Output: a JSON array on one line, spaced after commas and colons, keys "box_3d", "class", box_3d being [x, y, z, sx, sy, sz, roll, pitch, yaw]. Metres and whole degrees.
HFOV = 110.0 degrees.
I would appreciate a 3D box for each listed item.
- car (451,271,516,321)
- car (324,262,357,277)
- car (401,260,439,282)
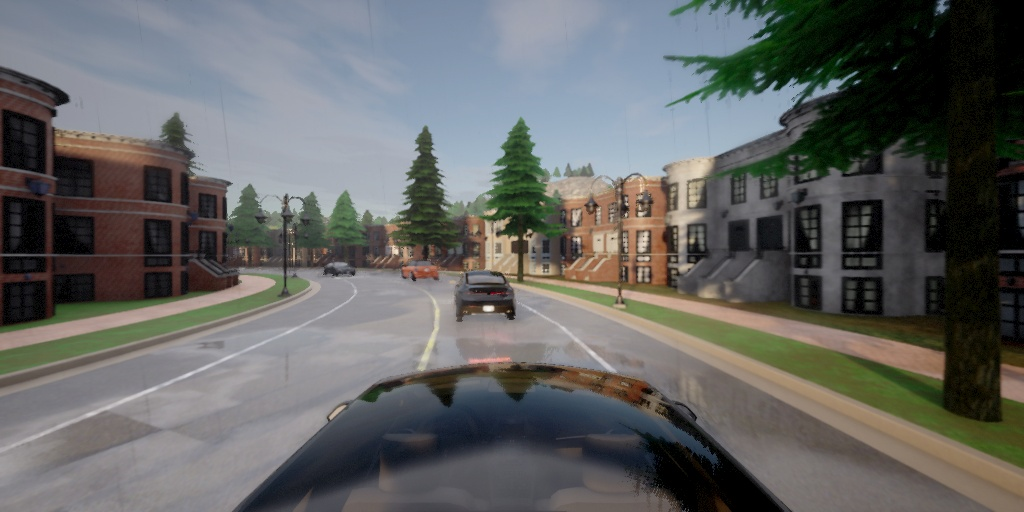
[{"box_3d": [-1.092, 1.247, 12.581, 1.837, 1.490, 4.892, 0, 0, -10], "class": "car"}, {"box_3d": [-17.276, 1.290, 35.822, 4.674, 1.442, 1.812, 0, 0, 45], "class": "car"}, {"box_3d": [-7.606, 1.095, 29.255, 2.097, 1.767, 4.553, 0, 0, -30], "class": "car"}]
